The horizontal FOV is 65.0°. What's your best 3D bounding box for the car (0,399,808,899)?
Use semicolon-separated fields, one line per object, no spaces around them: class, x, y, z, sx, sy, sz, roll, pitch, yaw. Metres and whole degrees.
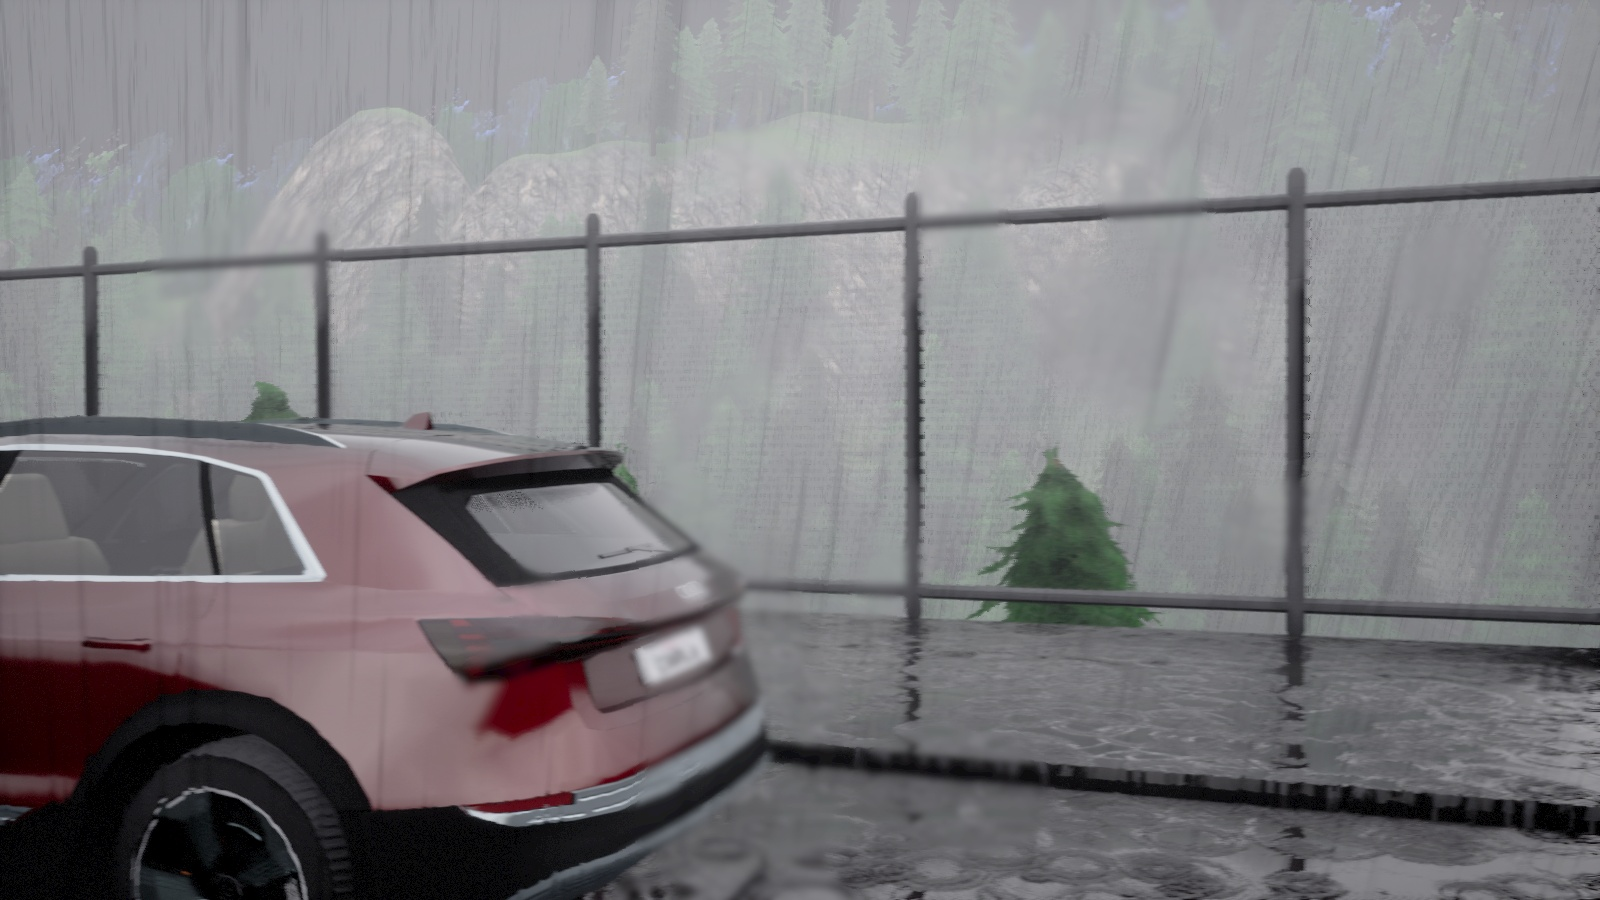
car;-2.597;0.673;4.591;4.856;1.649;2.033;1;1;19
